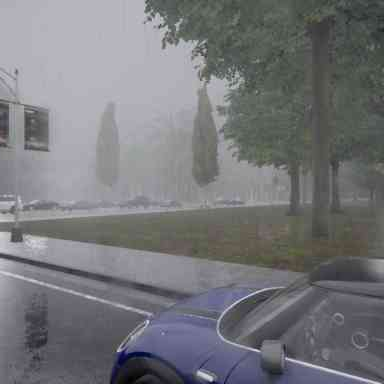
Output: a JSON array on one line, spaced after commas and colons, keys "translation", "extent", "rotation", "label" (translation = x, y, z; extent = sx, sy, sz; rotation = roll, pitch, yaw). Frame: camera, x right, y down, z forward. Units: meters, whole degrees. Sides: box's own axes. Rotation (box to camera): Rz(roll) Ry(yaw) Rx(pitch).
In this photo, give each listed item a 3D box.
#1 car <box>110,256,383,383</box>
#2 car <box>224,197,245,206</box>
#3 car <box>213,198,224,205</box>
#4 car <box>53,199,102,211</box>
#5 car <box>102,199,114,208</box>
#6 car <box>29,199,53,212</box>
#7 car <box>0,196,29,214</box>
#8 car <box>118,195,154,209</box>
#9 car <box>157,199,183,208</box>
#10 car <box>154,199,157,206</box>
[{"translation": [1.436, 1.352, 2.665], "extent": [4.553, 1.767, 2.097], "rotation": [0, 0, 36], "label": "car"}, {"translation": [8.852, 1.816, 66.558], "extent": [2.097, 1.767, 4.553], "rotation": [0, -1, 35], "label": "car"}, {"translation": [6.149, 1.960, 68.360], "extent": [2.128, 1.511, 4.902], "rotation": [0, -1, 35], "label": "car"}, {"translation": [-15.067, 1.777, 44.055], "extent": [2.033, 1.411, 5.357], "rotation": [0, 0, 35], "label": "car"}, {"translation": [-14.040, 1.835, 51.185], "extent": [1.994, 1.385, 4.181], "rotation": [0, 0, 35], "label": "car"}, {"translation": [-19.724, 1.694, 43.067], "extent": [1.882, 1.535, 5.008], "rotation": [0, 0, 35], "label": "car"}, {"translation": [-21.033, 1.398, 35.541], "extent": [2.150, 2.045, 5.566], "rotation": [0, 0, 34], "label": "car"}, {"translation": [-9.075, 1.513, 52.606], "extent": [2.150, 2.045, 5.566], "rotation": [0, 0, 36], "label": "car"}, {"translation": [-3.271, 1.887, 54.903], "extent": [1.994, 1.385, 4.181], "rotation": [0, 0, 35], "label": "car"}, {"translation": [-8.091, 1.834, 59.626], "extent": [2.128, 1.511, 4.902], "rotation": [0, 0, 36], "label": "car"}]
